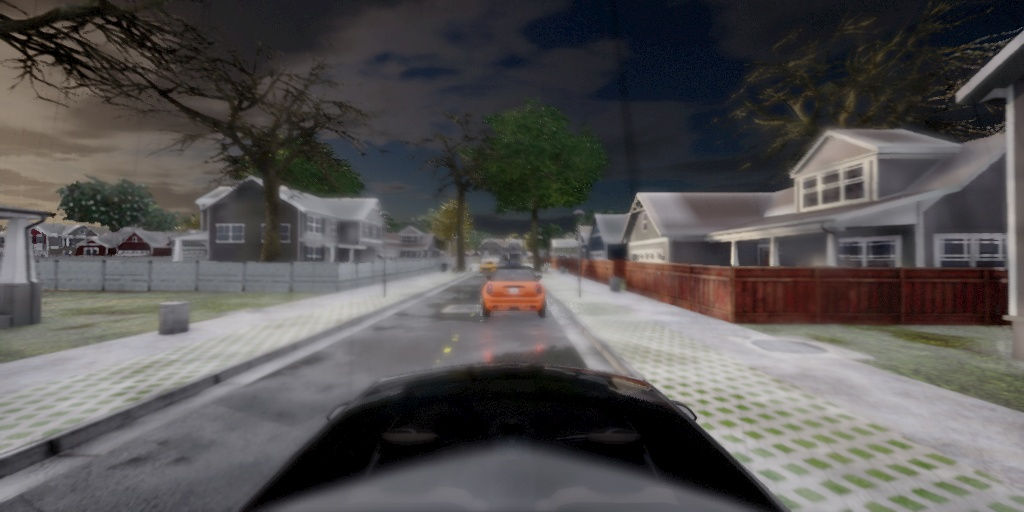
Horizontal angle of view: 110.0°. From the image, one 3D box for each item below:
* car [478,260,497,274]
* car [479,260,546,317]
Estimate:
[{"bbox_3d":[-2.818,1.269,42.423,1.882,1.535,5.008,0,0,0],"label":"car"},{"bbox_3d":[0.089,1.117,13.462,2.097,1.767,4.553,0,0,1],"label":"car"}]
